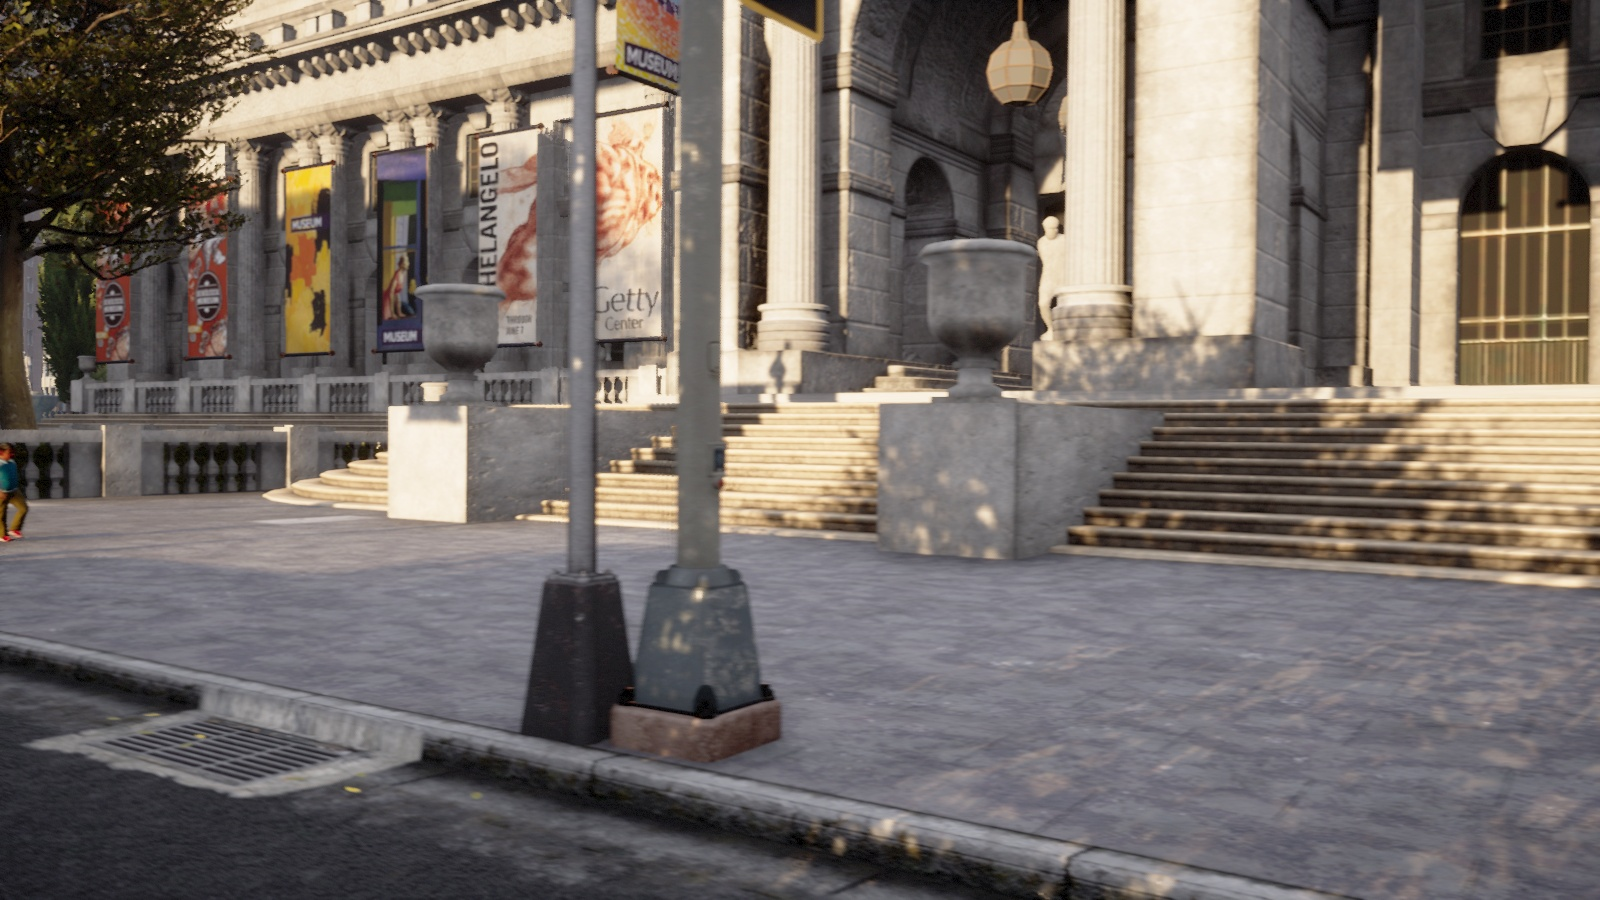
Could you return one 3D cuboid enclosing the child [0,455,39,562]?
[{"bbox_3d":[-8.986,0.655,14.271,0.448,1.192,0.343,0,1,10],"label":"child"}]
